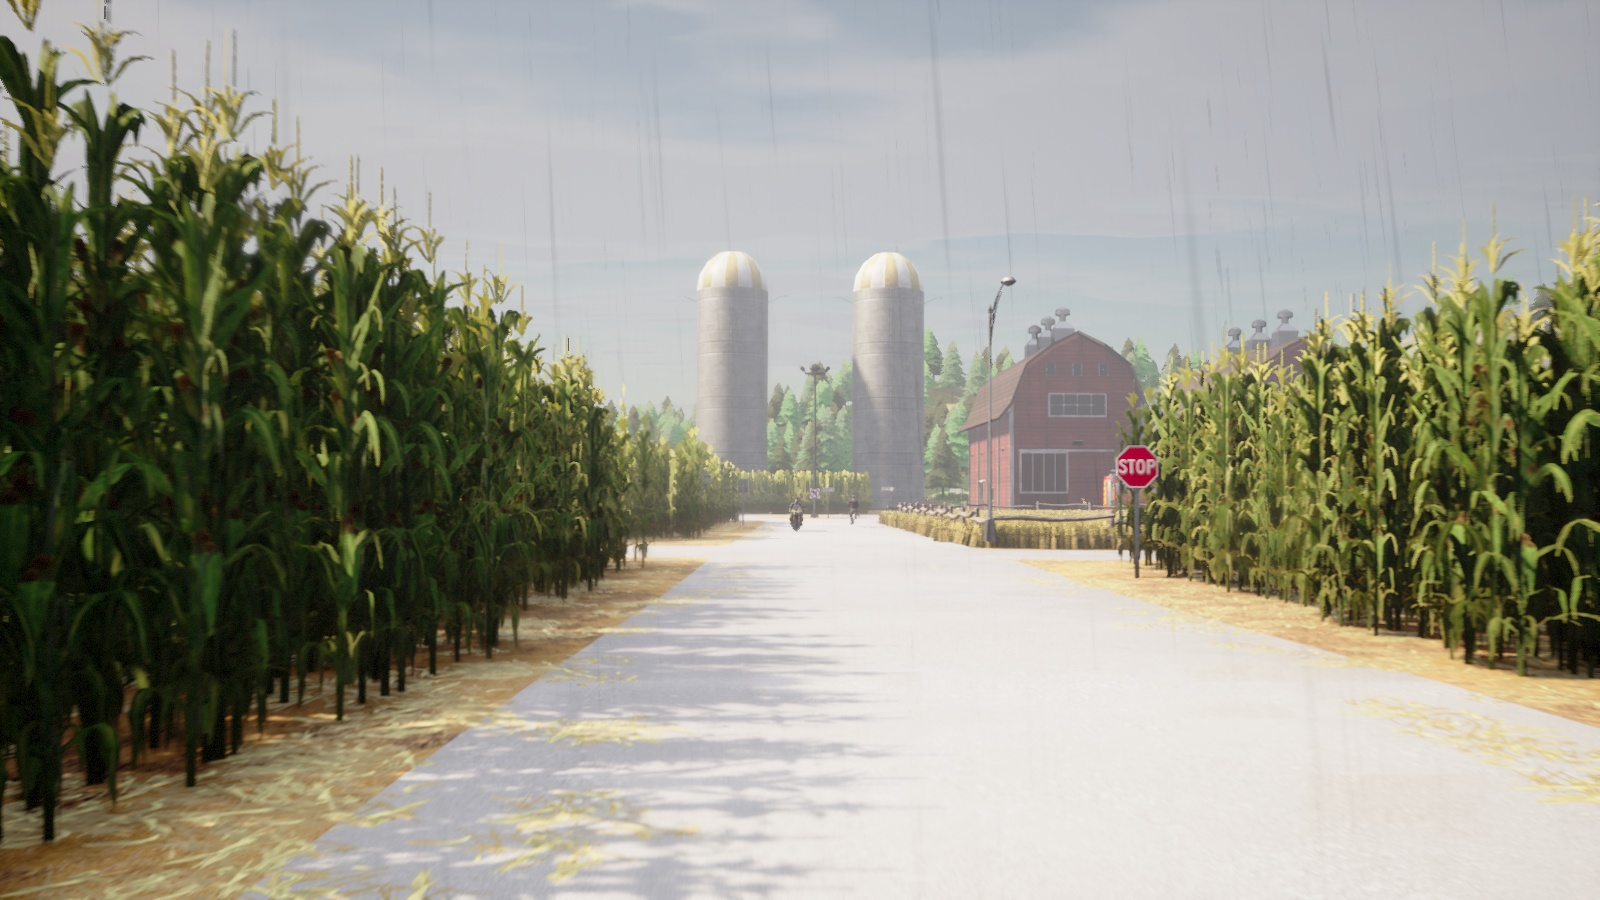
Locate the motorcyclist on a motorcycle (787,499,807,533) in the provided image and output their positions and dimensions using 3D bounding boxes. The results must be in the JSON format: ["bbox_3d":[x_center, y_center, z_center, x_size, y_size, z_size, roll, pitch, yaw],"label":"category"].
[{"bbox_3d":[-0.136,3.058,58.048,0.866,1.530,2.191,0,-2,0],"label":"motorcyclist on a motorcycle"}]
